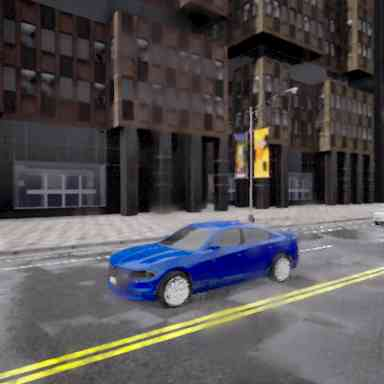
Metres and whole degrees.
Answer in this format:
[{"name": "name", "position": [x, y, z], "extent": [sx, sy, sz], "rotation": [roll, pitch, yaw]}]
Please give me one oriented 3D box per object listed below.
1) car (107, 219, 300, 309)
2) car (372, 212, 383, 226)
[{"name": "car", "position": [0.485, 1.461, 8.019], "extent": [5.008, 1.535, 1.882], "rotation": [0, 0, -35]}, {"name": "car", "position": [13.541, 1.524, 21.309], "extent": [4.718, 1.301, 1.895], "rotation": [0, 0, -35]}]
